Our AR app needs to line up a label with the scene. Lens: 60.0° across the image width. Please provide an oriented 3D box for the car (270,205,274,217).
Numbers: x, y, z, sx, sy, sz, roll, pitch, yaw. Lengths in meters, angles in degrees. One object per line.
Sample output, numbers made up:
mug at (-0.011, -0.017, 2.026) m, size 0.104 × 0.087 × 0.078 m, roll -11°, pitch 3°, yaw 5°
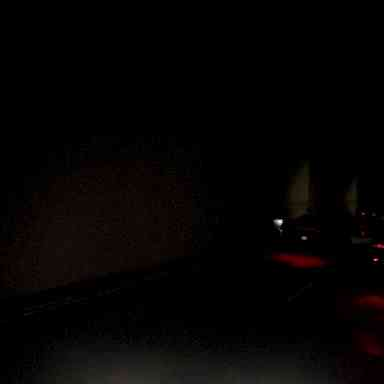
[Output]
car at (7.558, 2.048, 35.523) m, size 1.895 × 1.301 × 4.718 m, roll 1°, pitch -1°, yaw 37°

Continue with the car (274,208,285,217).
car at (10.257, 2.063, 33.291) m, size 1.994 × 1.385 × 4.181 m, roll 1°, pitch -1°, yaw 36°

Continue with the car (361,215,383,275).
car at (6.792, 1.738, 10.511) m, size 2.128 × 1.511 × 4.902 m, roll 1°, pitch -1°, yaw 36°

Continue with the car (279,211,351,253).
car at (5.944, 1.738, 15.289) m, size 1.882 × 1.535 × 5.008 m, roll 1°, pitch -1°, yaw 36°

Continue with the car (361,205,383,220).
car at (16.836, 1.992, 30.229) m, size 2.097 × 1.767 × 4.553 m, roll 1°, pitch -1°, yaw 36°
